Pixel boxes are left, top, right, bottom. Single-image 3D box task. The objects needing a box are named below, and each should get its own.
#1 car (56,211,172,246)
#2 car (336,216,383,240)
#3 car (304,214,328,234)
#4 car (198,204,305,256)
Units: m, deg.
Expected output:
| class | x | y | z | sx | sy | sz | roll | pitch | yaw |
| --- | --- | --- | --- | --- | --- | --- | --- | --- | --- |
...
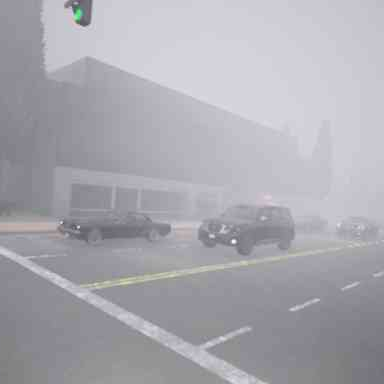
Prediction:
| class | x | y | z | sx | sy | sz | roll | pitch | yaw |
| --- | --- | --- | --- | --- | --- | --- | --- | --- | --- |
| car | -3.193 | 1.468 | 14.250 | 1.895 | 1.301 | 4.718 | 4 | -1 | 44 |
| car | 13.139 | 2.709 | 26.257 | 2.097 | 1.767 | 4.553 | 4 | -1 | 44 |
| car | 9.532 | 2.542 | 27.552 | 1.882 | 1.535 | 5.008 | 4 | -1 | 44 |
| car | 2.729 | 1.596 | 15.344 | 2.150 | 2.045 | 5.566 | 4 | -1 | 44 |
